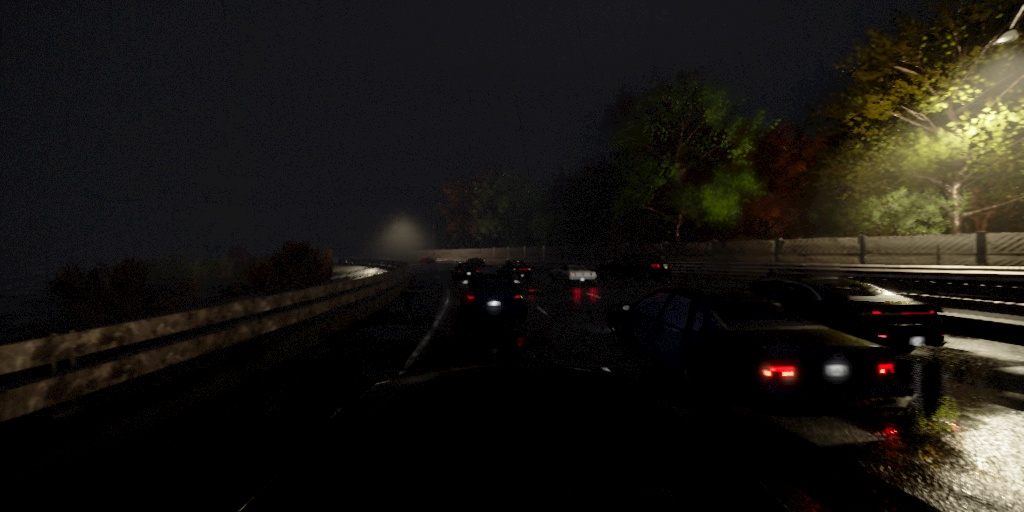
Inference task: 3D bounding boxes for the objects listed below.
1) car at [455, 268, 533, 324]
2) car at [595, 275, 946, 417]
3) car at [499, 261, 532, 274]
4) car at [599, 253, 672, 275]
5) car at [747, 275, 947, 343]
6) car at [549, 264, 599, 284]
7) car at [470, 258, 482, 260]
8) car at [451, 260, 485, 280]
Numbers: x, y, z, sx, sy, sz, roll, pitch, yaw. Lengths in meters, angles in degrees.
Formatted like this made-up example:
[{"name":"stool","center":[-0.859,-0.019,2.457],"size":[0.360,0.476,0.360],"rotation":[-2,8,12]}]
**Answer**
[{"name":"car","center":[-0.682,1.275,11.907],"size":[1.994,1.385,4.181],"rotation":[0,0,-6]},{"name":"car","center":[3.326,1.269,6.358],"size":[2.033,1.411,5.357],"rotation":[0,0,-4]},{"name":"car","center":[0.148,1.139,27.233],"size":[2.128,1.511,4.902],"rotation":[0,0,-14]},{"name":"car","center":[8.749,0.841,26.065],"size":[2.150,2.045,5.566],"rotation":[0,0,-34]},{"name":"car","center":[6.623,1.195,8.420],"size":[2.128,1.511,4.902],"rotation":[0,0,-4]},{"name":"car","center":[4.157,1.243,25.659],"size":[1.895,1.301,4.718],"rotation":[0,0,-12]},{"name":"car","center":[-5.452,1.055,52.068],"size":[1.837,1.490,4.892],"rotation":[0,0,-27]},{"name":"car","center":[-3.602,1.221,27.767],"size":[1.994,1.385,4.181],"rotation":[0,0,-14]}]
